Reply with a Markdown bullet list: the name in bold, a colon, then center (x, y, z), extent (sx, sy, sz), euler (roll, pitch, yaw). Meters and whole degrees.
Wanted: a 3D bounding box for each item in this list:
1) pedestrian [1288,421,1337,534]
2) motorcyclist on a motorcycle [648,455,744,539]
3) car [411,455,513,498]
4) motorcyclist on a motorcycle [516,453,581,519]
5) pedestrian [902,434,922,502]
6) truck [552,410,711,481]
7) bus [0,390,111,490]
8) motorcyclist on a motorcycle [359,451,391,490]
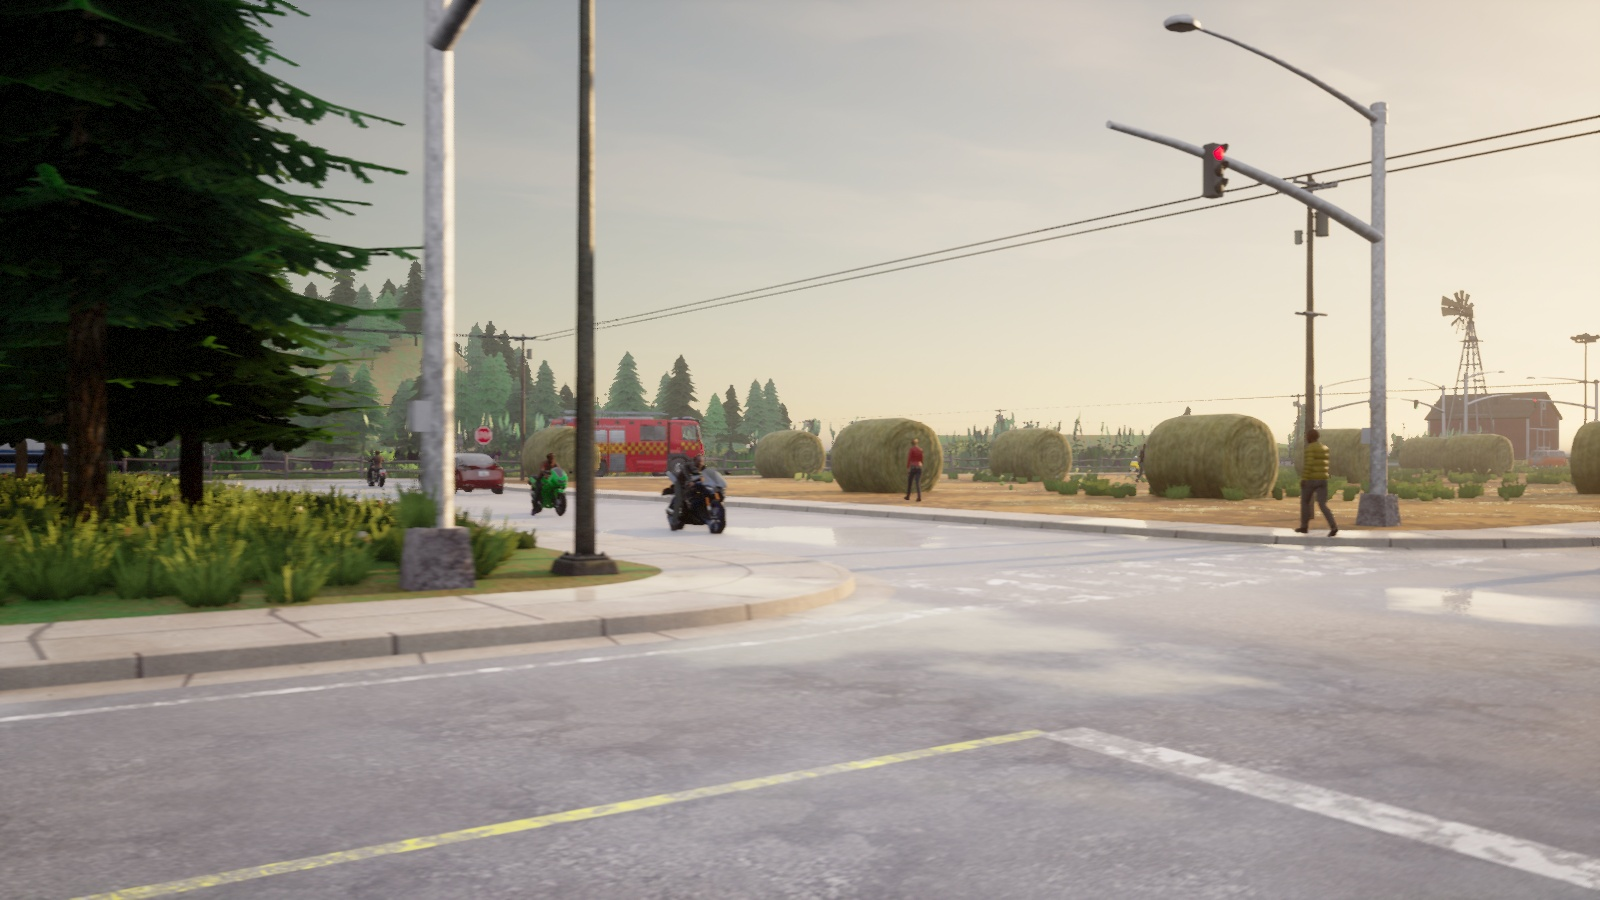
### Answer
- **pedestrian**: center (8.495, 0.451, 20.824), extent (0.370, 1.835, 0.726), euler (0, 0, -18)
- **motorcyclist on a motorcycle**: center (-2.031, 0.871, 24.228), extent (0.866, 1.530, 2.191), euler (0, 0, -34)
- **car**: center (-12.384, 0.913, 45.795), extent (2.163, 1.488, 4.792), euler (0, 0, -34)
- **motorcyclist on a motorcycle**: center (-6.064, 0.842, 30.195), extent (0.797, 1.523, 2.044), euler (0, 0, -34)
- **pedestrian**: center (3.099, 0.490, 34.710), extent (0.331, 1.846, 0.636), euler (0, 0, -17)
- **truck**: center (-9.485, -0.230, 71.033), extent (8.468, 3.827, 2.891), euler (0, 0, -31)
- **bus**: center (-36.087, -0.425, 54.880), extent (10.273, 4.253, 3.944), euler (0, 0, -31)
- **motorcyclist on a motorcycle**: center (-18.630, 0.900, 55.067), extent (0.766, 1.649, 2.350), euler (0, -1, -33)
